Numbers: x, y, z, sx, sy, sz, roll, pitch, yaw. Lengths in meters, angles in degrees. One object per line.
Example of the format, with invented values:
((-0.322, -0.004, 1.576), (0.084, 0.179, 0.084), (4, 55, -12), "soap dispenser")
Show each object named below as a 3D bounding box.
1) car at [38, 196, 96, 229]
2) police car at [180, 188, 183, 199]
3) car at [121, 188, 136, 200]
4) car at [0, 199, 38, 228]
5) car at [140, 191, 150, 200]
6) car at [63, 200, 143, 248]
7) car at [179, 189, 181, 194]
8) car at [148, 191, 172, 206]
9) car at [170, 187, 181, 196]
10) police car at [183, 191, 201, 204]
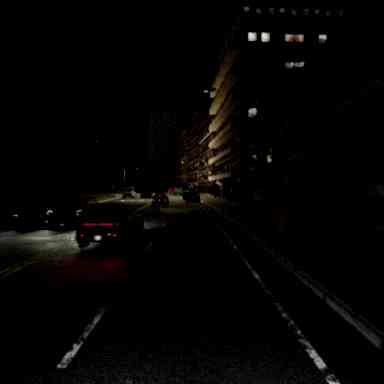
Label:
((-6.665, 1.055, 19.202), (2.097, 1.767, 4.553), (0, 1, -1), "car")
((-0.439, 0.589, 55.262), (1.930, 1.638, 5.238), (0, 1, -4), "police car")
((-11.643, 0.303, 61.361), (2.150, 2.045, 5.566), (0, 1, -4), "car")
((-9.915, 1.191, 19.383), (2.128, 1.511, 4.902), (0, 1, -1), "car")
((-8.344, 0.561, 60.654), (1.882, 1.535, 5.008), (0, 1, -4), "car")
((-3.168, 1.281, 13.577), (2.128, 1.511, 4.902), (0, 1, 0), "car")
((-0.849, 0.581, 61.191), (1.837, 1.490, 4.892), (0, 1, -4), "car")
((-3.737, 0.943, 39.640), (2.033, 1.411, 5.357), (0, 1, -2), "car")
((-3.403, -0.087, 79.542), (2.150, 2.045, 5.566), (0, 1, -6), "car")
((0.140, 0.738, 45.192), (1.930, 1.638, 5.238), (0, 1, -3), "police car")
